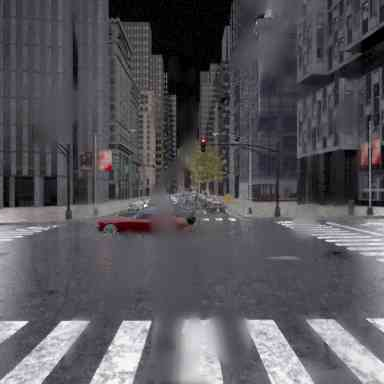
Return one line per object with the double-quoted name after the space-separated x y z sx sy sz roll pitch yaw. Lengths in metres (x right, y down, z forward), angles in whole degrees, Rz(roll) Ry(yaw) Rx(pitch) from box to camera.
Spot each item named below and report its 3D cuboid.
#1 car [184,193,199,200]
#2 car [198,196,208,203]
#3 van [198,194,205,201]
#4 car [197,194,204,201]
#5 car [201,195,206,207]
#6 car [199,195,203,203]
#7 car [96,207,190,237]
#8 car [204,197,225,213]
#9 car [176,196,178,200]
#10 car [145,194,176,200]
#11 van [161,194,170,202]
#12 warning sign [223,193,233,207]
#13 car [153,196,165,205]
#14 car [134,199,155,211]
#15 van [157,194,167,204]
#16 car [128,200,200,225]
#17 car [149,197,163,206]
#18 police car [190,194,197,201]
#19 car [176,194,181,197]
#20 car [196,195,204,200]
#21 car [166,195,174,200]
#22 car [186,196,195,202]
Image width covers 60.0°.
-0.167 1.509 64.236 2.128 1.511 4.902 0 0 -1 "car"
2.435 1.589 73.168 1.947 1.339 4.313 0 0 0 "car"
2.368 1.373 83.745 1.690 1.788 3.998 0 0 0 "van"
2.502 1.567 62.589 2.008 1.369 4.403 0 0 0 "car"
2.598 1.553 47.273 1.887 1.381 4.507 0 0 0 "car"
2.564 1.562 52.718 2.008 1.369 4.403 0 0 0 "car"
-2.590 1.615 17.637 4.718 1.301 1.895 0 0 0 "car"
2.667 1.556 36.385 2.008 1.369 4.403 0 0 0 "car"
-3.241 1.608 44.598 1.895 1.301 4.718 0 0 0 "car"
-3.178 1.226 34.646 2.150 2.045 5.566 0 0 0 "car"
-6.118 1.368 77.551 1.690 1.788 3.998 0 0 0 "van"
4.918 1.123 45.475 1.300 1.860 1.060 0 0 0 "warning sign"
-6.014 1.541 61.141 1.752 1.417 4.829 0 0 0 "car"
-5.889 1.557 41.326 2.008 1.369 4.403 0 0 0 "car"
-6.050 1.360 66.724 1.690 1.788 3.998 0 0 0 "van"
-2.179 1.481 20.886 5.008 1.535 1.882 0 0 0 "car"
-5.981 1.578 55.898 1.947 1.339 4.313 0 0 0 "car"
0.465 1.463 90.560 1.930 1.638 5.238 0 0 0 "police car"
-3.293 1.538 54.640 1.812 1.442 4.674 0 0 0 "car"
2.302 1.593 94.323 2.008 1.369 4.403 0 0 0 "car"
-6.220 1.624 93.789 1.802 1.307 4.206 0 0 0 "car"
-0.334 1.549 74.858 1.812 1.442 4.674 0 0 0 "car"
